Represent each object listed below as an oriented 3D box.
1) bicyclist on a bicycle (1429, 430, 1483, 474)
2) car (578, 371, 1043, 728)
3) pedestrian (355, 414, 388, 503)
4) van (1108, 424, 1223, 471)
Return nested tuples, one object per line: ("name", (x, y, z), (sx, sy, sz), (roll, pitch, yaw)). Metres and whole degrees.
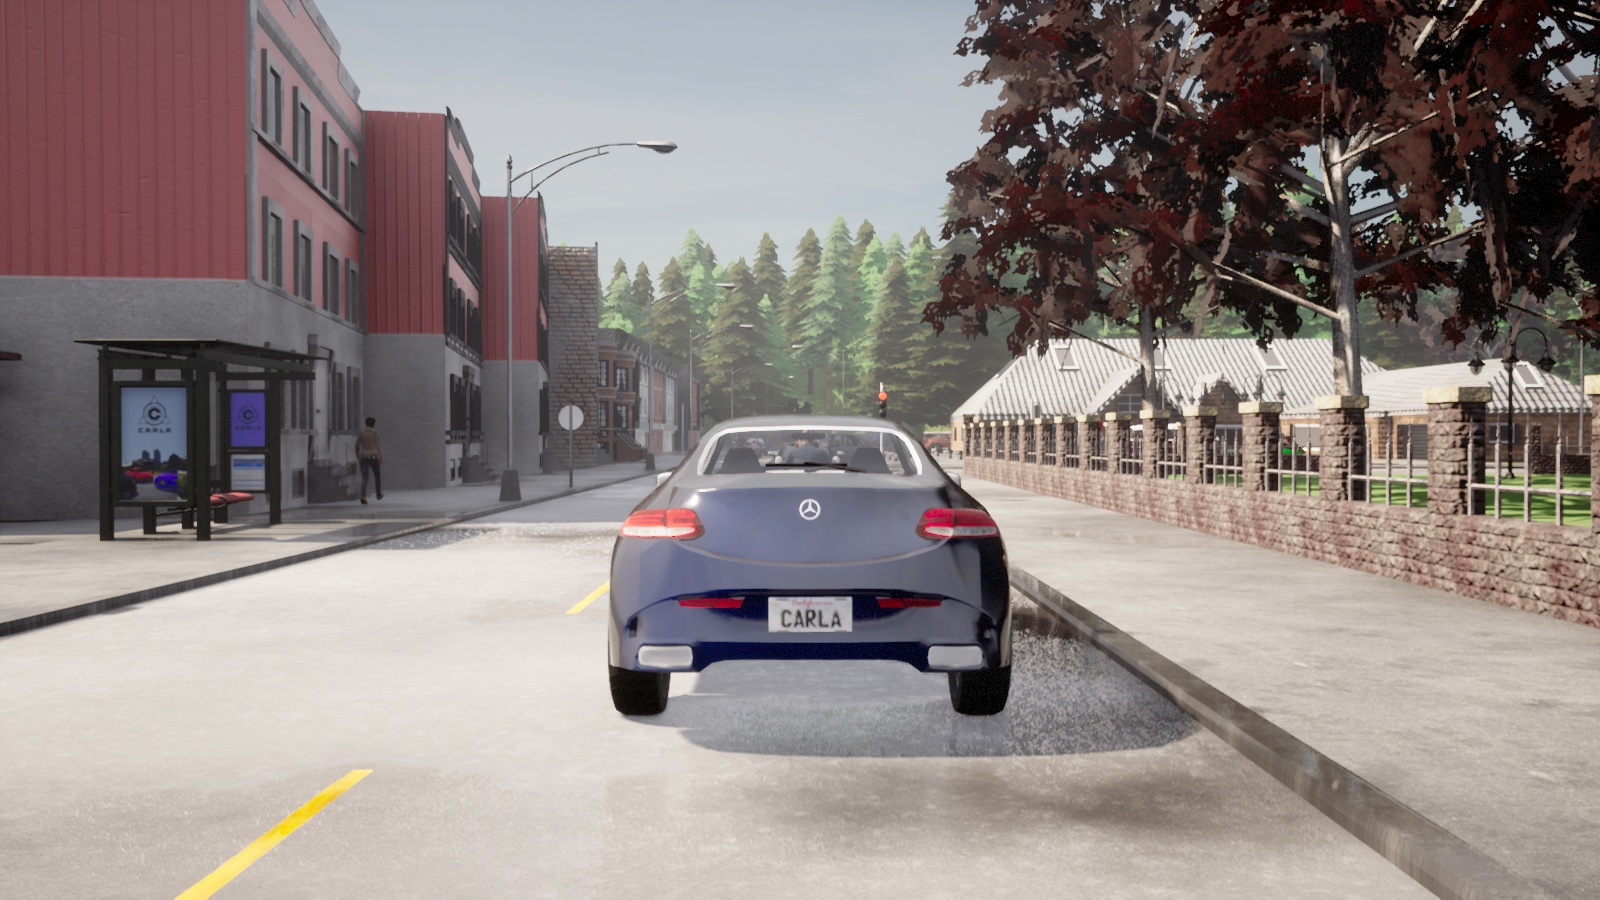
("bicyclist on a bicycle", (26.749, 0.081, 51.205), (1.843, 1.776, 0.659), (0, 1, -1))
("car", (0.057, 0.434, 8.333), (2.152, 1.651, 5.027), (0, 1, 0))
("pedestrian", (-8.900, 0.166, 26.078), (0.328, 1.805, 0.869), (0, 1, 4))
("van", (16.042, -0.118, 55.311), (4.480, 2.038, 2.069), (0, 1, 0))
